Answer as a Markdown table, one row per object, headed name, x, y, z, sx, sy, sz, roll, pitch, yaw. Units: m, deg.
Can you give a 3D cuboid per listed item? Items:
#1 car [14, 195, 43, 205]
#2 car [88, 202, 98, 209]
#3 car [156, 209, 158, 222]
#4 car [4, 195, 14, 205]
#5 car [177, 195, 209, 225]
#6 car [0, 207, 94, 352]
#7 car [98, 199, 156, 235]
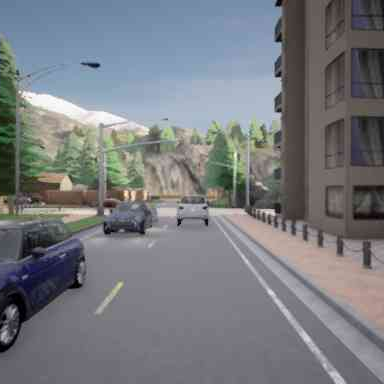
| name | x | y | z | sx | sy | sz | roll | pitch | yaw |
| --- | --- | --- | --- | --- | --- | --- | --- | --- | --- |
| car | -24.890 | 1.036 | 51.303 | 1.932 | 1.855 | 4.605 | 0 | 0 | -1 |
| car | -10.777 | 1.519 | 42.534 | 4.718 | 1.301 | 1.895 | 0 | 0 | 1 |
| car | -3.457 | 1.496 | 23.434 | 1.812 | 1.442 | 4.674 | 0 | 0 | 0 |
| car | -27.396 | 1.030 | 50.863 | 1.905 | 1.878 | 3.866 | 0 | 0 | -1 |
| car | 0.058 | 1.203 | 24.038 | 2.150 | 2.045 | 5.566 | 0 | 0 | 0 |
| car | -3.584 | 1.335 | 6.103 | 2.097 | 1.767 | 4.553 | 0 | 0 | 0 |
| car | -3.457 | 1.327 | 18.674 | 2.097 | 1.767 | 4.553 | 0 | 0 | 0 |
